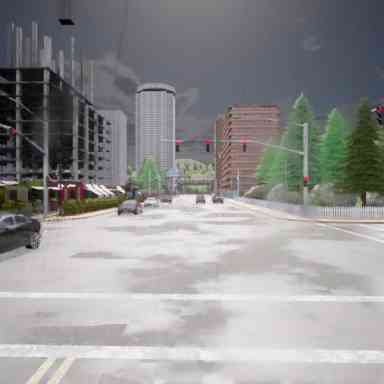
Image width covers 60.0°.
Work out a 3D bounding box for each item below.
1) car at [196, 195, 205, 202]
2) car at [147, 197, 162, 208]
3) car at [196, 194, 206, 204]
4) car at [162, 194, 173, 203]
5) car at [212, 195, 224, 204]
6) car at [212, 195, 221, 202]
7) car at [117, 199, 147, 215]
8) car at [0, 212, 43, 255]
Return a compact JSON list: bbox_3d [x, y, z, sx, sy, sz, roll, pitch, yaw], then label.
[{"bbox_3d":[1.918,1.326,74.708,1.837,1.490,4.892,0,0,1],"label":"car"},{"bbox_3d":[-5.825,1.526,47.820,1.812,1.442,4.674,0,0,1],"label":"car"},{"bbox_3d":[1.697,1.601,65.523,1.895,1.301,4.718,0,0,1],"label":"car"},{"bbox_3d":[-5.226,1.349,68.981,2.097,1.767,4.553,0,0,2],"label":"car"},{"bbox_3d":[5.203,1.526,65.757,1.812,1.442,4.674,0,0,1],"label":"car"},{"bbox_3d":[5.418,1.422,74.654,1.895,1.301,4.718,0,0,1],"label":"car"},{"bbox_3d":[-6.189,1.526,33.705,1.812,1.442,4.674,0,1,2],"label":"car"},{"bbox_3d":[-6.984,1.491,11.476,2.128,1.511,4.902,0,0,1],"label":"car"}]
